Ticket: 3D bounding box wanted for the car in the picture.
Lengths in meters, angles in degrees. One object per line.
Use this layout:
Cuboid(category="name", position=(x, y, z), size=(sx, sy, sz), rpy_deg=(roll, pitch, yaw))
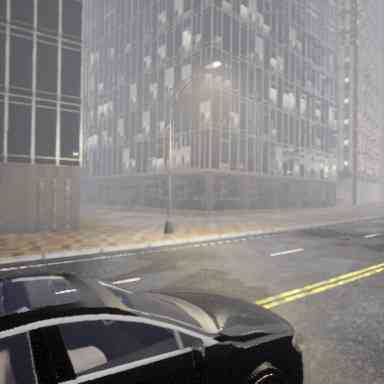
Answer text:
Cuboid(category="car", position=(-1.090, 1.494, 2.745), size=(4.902, 1.511, 2.128), rpy_deg=(0, 0, -36))
